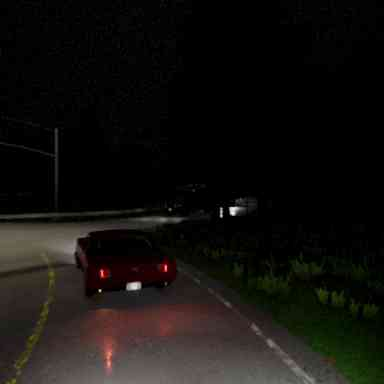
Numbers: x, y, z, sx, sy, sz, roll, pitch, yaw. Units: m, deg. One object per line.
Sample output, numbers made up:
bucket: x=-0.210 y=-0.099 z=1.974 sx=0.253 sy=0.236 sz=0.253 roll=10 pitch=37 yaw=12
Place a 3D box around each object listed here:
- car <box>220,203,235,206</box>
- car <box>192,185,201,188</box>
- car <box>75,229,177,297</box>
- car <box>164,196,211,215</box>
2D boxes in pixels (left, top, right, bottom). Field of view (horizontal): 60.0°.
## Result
car: x=4.330 y=0.872 z=40.845 sx=1.812 sy=1.442 sz=4.674 roll=0 pitch=4 yaw=11
car: x=0.964 y=-1.454 z=69.766 sx=2.128 sy=1.511 sz=4.902 roll=0 pitch=4 yaw=0
car: x=-2.036 y=1.650 z=8.868 sx=1.895 sy=1.301 sz=4.718 roll=0 pitch=0 yaw=-23
car: x=-0.226 y=1.123 z=32.069 sx=2.150 sy=2.045 sz=5.566 roll=0 pitch=2 yaw=39
